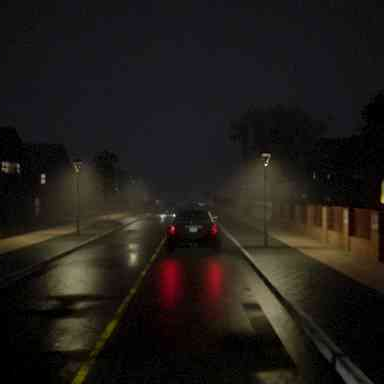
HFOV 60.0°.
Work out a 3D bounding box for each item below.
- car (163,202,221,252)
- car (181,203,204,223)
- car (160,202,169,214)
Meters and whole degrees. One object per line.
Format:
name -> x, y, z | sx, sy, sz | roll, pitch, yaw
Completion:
car -> 0.071, 1.462, 14.544 | 2.097, 1.767, 4.553 | 0, -1, 0
car -> 0.069, 1.765, 28.988 | 1.812, 1.442, 4.674 | 0, -1, 0
car -> -2.789, 1.915, 40.586 | 2.033, 1.411, 5.357 | 0, -1, 1
